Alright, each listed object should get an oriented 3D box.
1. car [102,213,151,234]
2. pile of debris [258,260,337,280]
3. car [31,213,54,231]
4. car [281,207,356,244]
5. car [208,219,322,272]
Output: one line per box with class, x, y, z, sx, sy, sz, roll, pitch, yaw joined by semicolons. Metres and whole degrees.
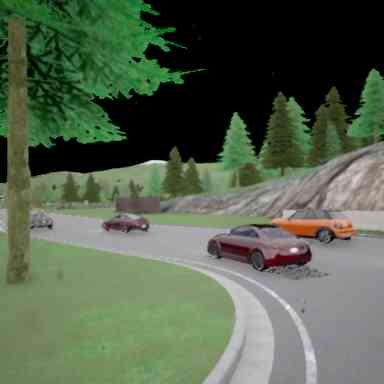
car;-4.988;2.311;25.128;1.812;1.442;4.674;0;-2;-44
pile of debris;3.191;2.395;10.313;1.500;0.140;1.860;-1;-2;-20
car;-13.980;2.651;30.046;2.033;1.411;5.357;0;-2;-36
car;6.302;1.715;18.152;2.097;1.767;4.553;0;-2;-37
car;2.252;1.846;12.086;1.994;1.385;4.181;0;-2;-27
